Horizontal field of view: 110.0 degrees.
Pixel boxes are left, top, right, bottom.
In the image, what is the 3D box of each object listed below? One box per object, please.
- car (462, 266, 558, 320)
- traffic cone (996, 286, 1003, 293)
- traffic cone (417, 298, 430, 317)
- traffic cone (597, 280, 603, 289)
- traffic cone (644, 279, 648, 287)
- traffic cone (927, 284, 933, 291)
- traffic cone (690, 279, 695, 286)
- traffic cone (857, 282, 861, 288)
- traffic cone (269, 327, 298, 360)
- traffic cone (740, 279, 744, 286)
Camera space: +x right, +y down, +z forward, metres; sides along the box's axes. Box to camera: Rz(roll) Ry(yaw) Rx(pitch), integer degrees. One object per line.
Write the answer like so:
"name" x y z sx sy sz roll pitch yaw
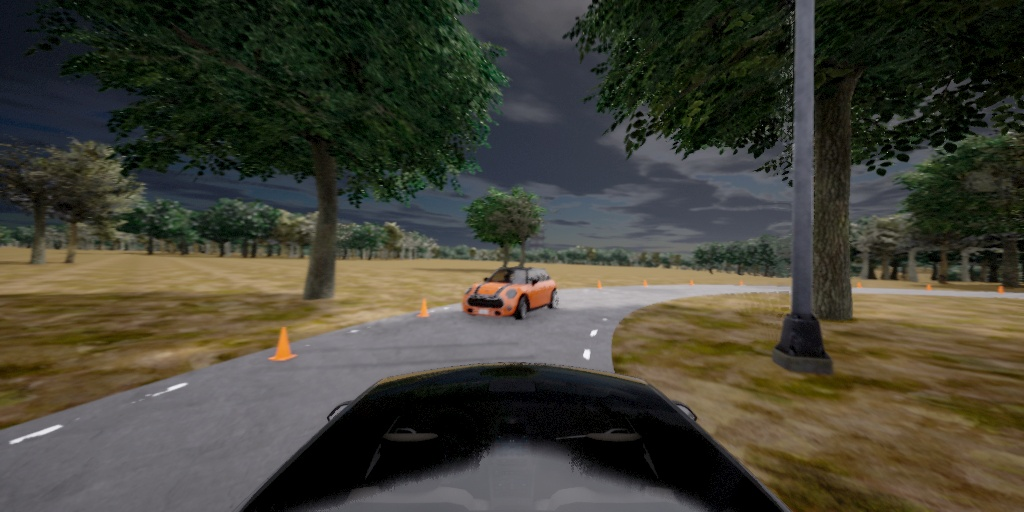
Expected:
"car" 0.092 1.193 13.231 2.097 1.767 4.553 1 -1 26
"traffic cone" 41.594 2.851 30.509 0.340 0.580 0.340 0 0 12
"traffic cone" -2.987 1.730 12.158 0.340 0.580 0.340 0 0 20
"traffic cone" 6.216 2.024 25.503 0.340 0.580 0.340 0 0 -41
"traffic cone" 10.651 2.141 28.683 0.340 0.580 0.340 0 0 -31
"traffic cone" 36.782 2.748 31.633 0.340 0.580 0.340 0 0 13
"traffic cone" 15.567 2.264 31.055 0.340 0.580 0.340 0 0 -21
"traffic cone" 31.690 2.637 32.744 0.340 0.580 0.340 0 0 9
"traffic cone" -4.407 1.666 6.914 0.340 0.580 0.340 0 0 10
"traffic cone" 20.817 2.390 32.547 0.340 0.580 0.340 0 0 -11
